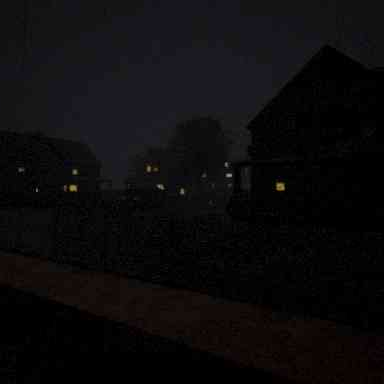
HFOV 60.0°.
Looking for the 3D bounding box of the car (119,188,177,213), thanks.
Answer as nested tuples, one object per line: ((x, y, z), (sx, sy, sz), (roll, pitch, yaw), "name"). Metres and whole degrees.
((-3.567, 0.640, 28.961), (2.150, 2.045, 5.566), (1, 2, 36), "car")

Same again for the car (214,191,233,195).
((4.309, 0.521, 45.007), (1.994, 1.385, 4.181), (1, 2, 36), "car")

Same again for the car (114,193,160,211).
((-5.166, 0.901, 31.746), (1.994, 1.385, 4.181), (1, 2, 35), "car")

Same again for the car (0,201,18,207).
((-12.702, 1.246, 21.075), (1.895, 1.301, 4.718), (1, 2, 34), "car")
